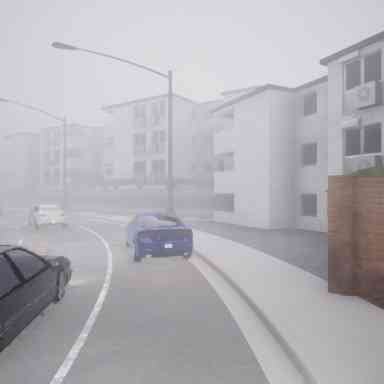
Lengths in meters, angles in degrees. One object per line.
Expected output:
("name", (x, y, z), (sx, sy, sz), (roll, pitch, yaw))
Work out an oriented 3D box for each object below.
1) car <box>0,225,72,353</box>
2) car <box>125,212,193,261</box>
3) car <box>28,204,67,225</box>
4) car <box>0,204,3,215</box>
("car", (-3.390, 1.547, 5.085), (2.033, 1.411, 5.357), (0, 0, -6))
("car", (-1.384, 1.478, 12.422), (1.882, 1.535, 5.008), (0, 0, -16))
("car", (-9.427, 1.526, 21.607), (1.812, 1.442, 4.674), (0, 0, -32))
("car", (-20.351, 1.352, 32.353), (4.553, 1.767, 2.097), (0, 0, 39))
